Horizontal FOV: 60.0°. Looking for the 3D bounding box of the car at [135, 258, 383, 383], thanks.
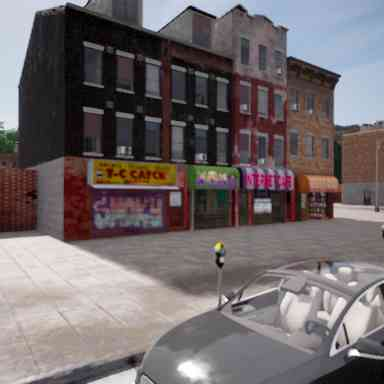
[{"bbox_3d":[1.492,1.552,3.859,4.403,1.369,2.008,0,0,-35],"label":"car"}]
